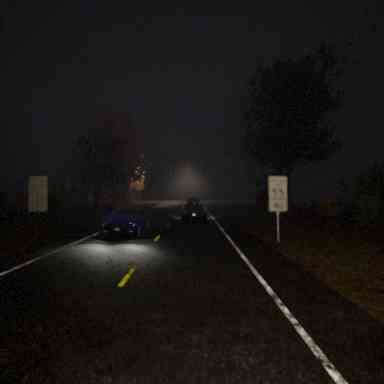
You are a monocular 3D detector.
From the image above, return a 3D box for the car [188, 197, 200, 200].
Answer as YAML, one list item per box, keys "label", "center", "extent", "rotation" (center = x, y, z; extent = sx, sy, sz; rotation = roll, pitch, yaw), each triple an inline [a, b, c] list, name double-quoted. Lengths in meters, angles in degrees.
- label: "car"
  center: [0.229, 1.451, 42.862]
  extent: [2.097, 1.767, 4.553]
  rotation: [0, 0, 0]

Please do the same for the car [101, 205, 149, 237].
- label: "car"
  center: [-3.531, 1.500, 18.218]
  extent: [1.882, 1.535, 5.008]
  rotation: [0, 0, 0]

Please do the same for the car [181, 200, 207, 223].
- label: "car"
  center: [0.158, 1.604, 25.856]
  extent: [1.994, 1.385, 4.181]
  rotation: [0, 0, 1]
